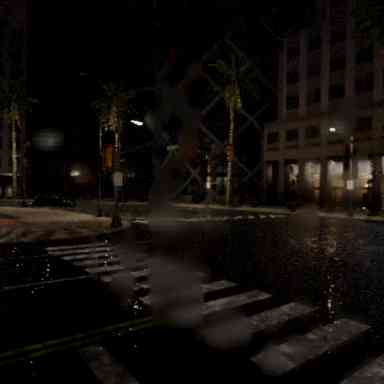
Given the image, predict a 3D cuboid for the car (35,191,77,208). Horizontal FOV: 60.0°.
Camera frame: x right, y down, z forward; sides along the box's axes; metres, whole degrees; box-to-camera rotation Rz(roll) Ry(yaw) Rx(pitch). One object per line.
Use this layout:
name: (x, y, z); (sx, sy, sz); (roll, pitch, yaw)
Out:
car: (-16.884, 0.992, 41.131); (5.566, 2.045, 2.150); (2, 1, 25)
